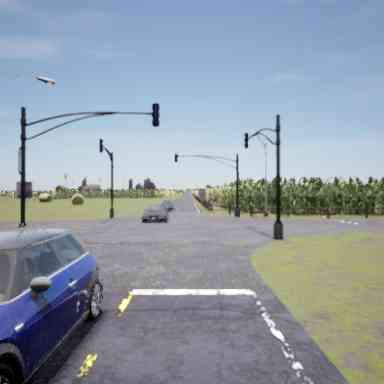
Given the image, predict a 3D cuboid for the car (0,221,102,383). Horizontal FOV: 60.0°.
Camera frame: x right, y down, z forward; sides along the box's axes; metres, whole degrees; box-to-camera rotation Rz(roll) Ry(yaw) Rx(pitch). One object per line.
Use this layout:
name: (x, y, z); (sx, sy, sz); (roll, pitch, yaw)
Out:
car: (-2.722, 1.378, 4.282); (2.097, 1.767, 4.553); (0, 0, 0)

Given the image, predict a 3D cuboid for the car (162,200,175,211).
car: (-3.278, 1.809, 44.419); (1.837, 1.490, 4.892); (0, 1, -1)

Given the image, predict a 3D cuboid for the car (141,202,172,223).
car: (-2.904, 1.755, 26.817); (1.994, 1.385, 4.181); (0, 0, -1)
